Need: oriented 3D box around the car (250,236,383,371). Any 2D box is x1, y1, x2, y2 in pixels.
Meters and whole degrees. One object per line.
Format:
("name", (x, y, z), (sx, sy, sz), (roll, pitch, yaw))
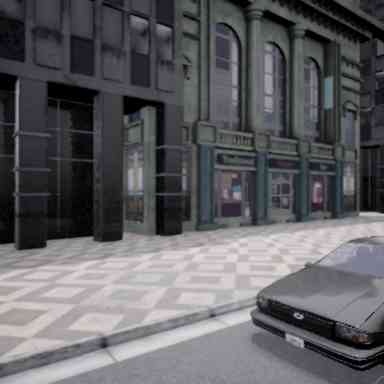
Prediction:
("car", (3.503, 1.540, 5.872), (5.357, 1.411, 2.033), (0, 0, -36))
